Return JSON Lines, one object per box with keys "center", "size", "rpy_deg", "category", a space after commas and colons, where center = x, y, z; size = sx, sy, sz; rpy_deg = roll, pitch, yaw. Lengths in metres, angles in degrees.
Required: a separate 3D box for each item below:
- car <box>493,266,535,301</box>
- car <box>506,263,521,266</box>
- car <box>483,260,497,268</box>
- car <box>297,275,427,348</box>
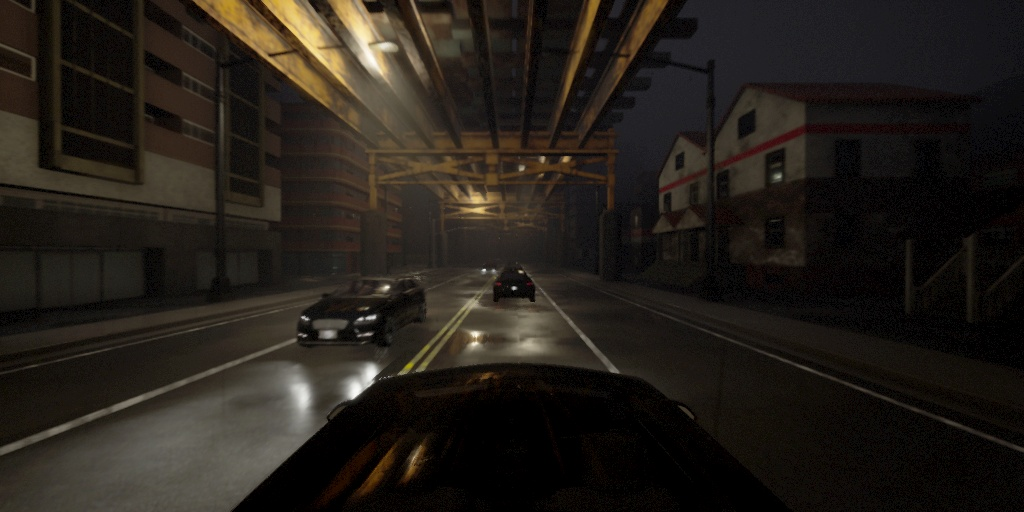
{"center": [0.100, 1.387, 17.743], "size": [1.994, 1.385, 4.181], "rpy_deg": [0, 0, 0], "category": "car"}
{"center": [0.112, 1.357, 35.526], "size": [2.033, 1.411, 5.357], "rpy_deg": [0, 0, 0], "category": "car"}
{"center": [-3.473, 1.284, 57.090], "size": [1.895, 1.301, 4.718], "rpy_deg": [0, 0, 0], "category": "car"}
{"center": [-3.595, 1.283, 9.469], "size": [2.128, 1.511, 4.902], "rpy_deg": [0, 0, 0], "category": "car"}
